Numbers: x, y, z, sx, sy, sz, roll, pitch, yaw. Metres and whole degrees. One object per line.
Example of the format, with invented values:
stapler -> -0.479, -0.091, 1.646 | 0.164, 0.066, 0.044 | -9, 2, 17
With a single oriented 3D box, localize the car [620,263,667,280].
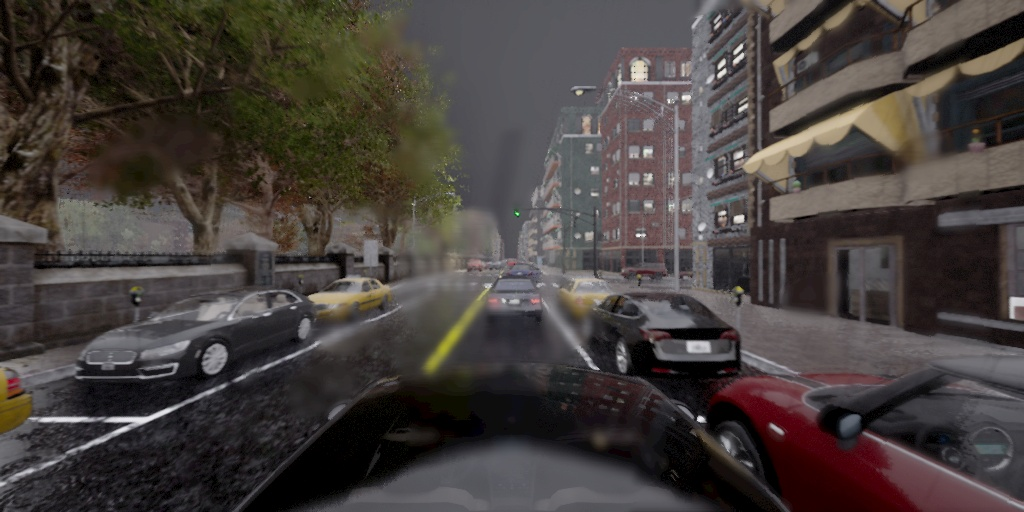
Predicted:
car -> 14.581, 1.673, 39.850 | 5.009, 1.841, 2.192 | 0, 0, 0

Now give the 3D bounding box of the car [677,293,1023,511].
car -> 2.692, 1.189, 1.607 | 1.967, 1.591, 4.097 | 0, 0, 0

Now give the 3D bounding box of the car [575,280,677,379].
car -> 2.690, 1.363, 7.237 | 1.948, 1.339, 4.313 | 0, 0, 0

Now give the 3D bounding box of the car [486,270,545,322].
car -> 0.096, 1.392, 12.719 | 2.033, 1.411, 5.357 | 0, -1, 0

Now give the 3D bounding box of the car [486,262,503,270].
car -> -3.052, 1.851, 63.554 | 2.033, 1.411, 5.357 | 0, -1, 1

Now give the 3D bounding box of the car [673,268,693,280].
car -> 20.276, 2.007, 39.870 | 4.507, 1.381, 1.888 | 0, 0, 0

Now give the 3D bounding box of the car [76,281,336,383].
car -> -5.691, 1.347, 7.232 | 2.007, 1.370, 4.403 | 0, 0, 0

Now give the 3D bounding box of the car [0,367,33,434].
car -> -5.688, 1.274, 1.432 | 1.751, 1.417, 4.829 | 0, 0, 0

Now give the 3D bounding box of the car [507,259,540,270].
car -> 1.034, 1.330, 27.987 | 2.097, 1.767, 4.553 | 0, -1, 13

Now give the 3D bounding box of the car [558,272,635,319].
car -> 2.686, 1.371, 13.038 | 1.751, 1.417, 4.829 | 0, 0, 0

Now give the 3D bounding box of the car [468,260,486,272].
car -> -5.715, 1.551, 56.427 | 2.192, 1.841, 5.009 | 0, 0, 0

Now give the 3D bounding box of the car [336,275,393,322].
car -> -5.694, 1.371, 12.693 | 1.751, 1.417, 4.829 | 0, 0, 0
